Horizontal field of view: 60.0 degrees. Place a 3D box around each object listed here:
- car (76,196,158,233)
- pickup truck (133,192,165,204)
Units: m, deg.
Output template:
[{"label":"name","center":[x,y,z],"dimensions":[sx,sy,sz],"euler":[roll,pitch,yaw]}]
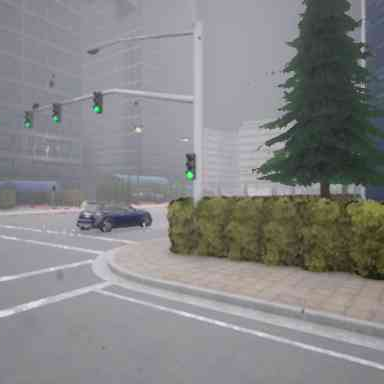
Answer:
[{"label":"car","center":[-4.459,1.333,19.786],"dimensions":[2.097,1.767,4.553],"euler":[0,0,35]},{"label":"pickup truck","center":[-7.706,1.014,56.220],"dimensions":[6.274,2.098,2.390],"euler":[0,0,-24]}]
